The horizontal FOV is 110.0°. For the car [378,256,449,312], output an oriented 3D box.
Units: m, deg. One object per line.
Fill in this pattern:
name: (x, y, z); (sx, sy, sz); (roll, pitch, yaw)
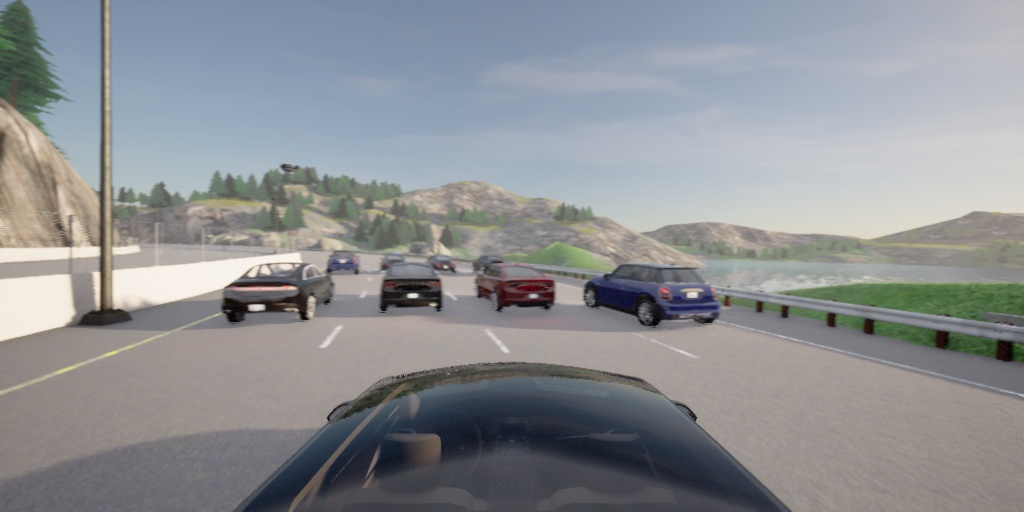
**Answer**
car: (-3.583, 0.932, 12.657); (1.882, 1.535, 5.008); (1, 1, -17)

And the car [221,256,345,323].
car: (-6.612, 0.925, 10.628); (2.128, 1.511, 4.902); (1, 1, -17)

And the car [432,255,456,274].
car: (-5.799, 0.606, 28.870); (1.812, 1.442, 4.674); (1, 1, -22)

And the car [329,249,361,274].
car: (-12.425, 0.343, 26.596); (2.097, 1.767, 4.553); (1, 1, -22)

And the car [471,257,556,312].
car: (-0.081, 0.993, 13.176); (1.882, 1.535, 5.008); (1, 1, -17)

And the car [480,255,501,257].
car: (-1.832, 0.675, 28.422); (1.837, 1.490, 4.892); (1, 1, -22)

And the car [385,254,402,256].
car: (-9.379, 0.543, 28.370); (1.812, 1.442, 4.674); (1, 1, -23)

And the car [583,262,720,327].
car: (4.102, 0.988, 11.408); (2.097, 1.767, 4.553); (1, 1, -17)
